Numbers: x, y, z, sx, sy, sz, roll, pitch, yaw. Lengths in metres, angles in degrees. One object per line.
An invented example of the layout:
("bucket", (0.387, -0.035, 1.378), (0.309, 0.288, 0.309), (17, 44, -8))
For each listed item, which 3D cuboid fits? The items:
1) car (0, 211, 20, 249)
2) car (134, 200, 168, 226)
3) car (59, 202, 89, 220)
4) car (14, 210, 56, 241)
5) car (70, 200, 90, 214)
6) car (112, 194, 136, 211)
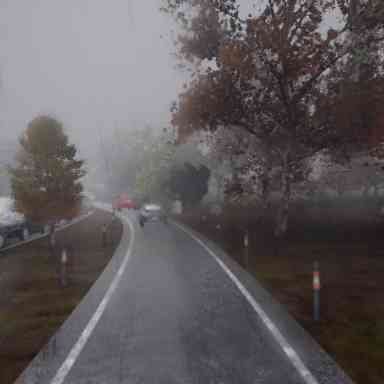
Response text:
("car", (-9.112, 1.729, 12.988), (2.231, 1.521, 4.892), (0, -1, -3))
("car", (-2.840, 1.509, 23.270), (1.812, 1.442, 4.674), (-1, 0, -13))
("car", (-12.232, 1.772, 35.235), (2.097, 1.535, 5.008), (-1, 0, -10))
("car", (-9.637, 1.760, 18.674), (2.097, 1.535, 5.008), (0, -1, -6))
("car", (-13.783, 1.844, 41.180), (2.002, 1.452, 4.674), (1, 0, -16))
("car", (-8.232, 1.212, 40.351), (2.150, 2.045, 5.566), (-1, 1, -22))
